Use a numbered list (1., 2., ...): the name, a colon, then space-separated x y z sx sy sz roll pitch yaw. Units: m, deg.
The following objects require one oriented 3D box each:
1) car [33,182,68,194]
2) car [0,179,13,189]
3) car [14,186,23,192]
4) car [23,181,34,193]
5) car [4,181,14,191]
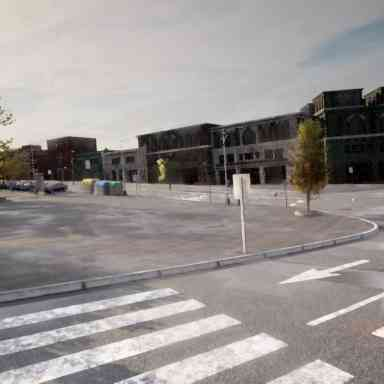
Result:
1. car: -20.766 -0.610 50.026 2.163 1.488 4.792 1 6 17
2. car: -35.245 -1.377 60.229 2.231 1.521 4.892 1 6 14
3. car: -25.531 -0.862 53.537 2.002 1.452 4.674 0 6 16
4. car: -23.130 -0.774 51.811 2.231 1.521 4.892 1 6 17
5. car: -27.932 -1.027 55.245 2.097 1.535 5.008 1 6 16
